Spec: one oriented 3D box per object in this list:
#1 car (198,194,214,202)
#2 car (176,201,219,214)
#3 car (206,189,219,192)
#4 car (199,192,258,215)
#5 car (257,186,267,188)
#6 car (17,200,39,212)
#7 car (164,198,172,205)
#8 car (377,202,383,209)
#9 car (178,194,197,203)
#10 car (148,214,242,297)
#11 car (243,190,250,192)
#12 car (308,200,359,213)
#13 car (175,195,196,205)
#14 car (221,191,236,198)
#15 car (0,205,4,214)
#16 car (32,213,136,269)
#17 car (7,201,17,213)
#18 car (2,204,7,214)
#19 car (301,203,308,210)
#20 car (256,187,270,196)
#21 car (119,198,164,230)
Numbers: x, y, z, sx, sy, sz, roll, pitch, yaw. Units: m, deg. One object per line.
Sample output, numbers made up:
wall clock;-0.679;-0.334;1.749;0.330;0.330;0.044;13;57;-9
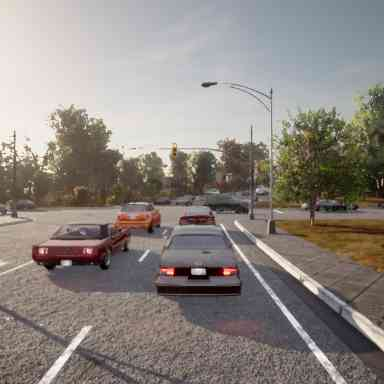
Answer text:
car;2.990;1.257;70.169;1.812;1.442;4.674;0;2;21
car;0.330;1.518;18.539;1.882;1.535;5.008;0;0;2
car;4.942;0.363;82.436;2.150;2.045;5.566;0;3;28
car;3.900;1.318;36.206;5.566;2.045;2.150;0;1;33
car;20.017;-0.763;93.188;2.150;2.045;5.566;0;3;38
car;-22.549;1.815;43.532;4.674;1.442;1.812;-2;0;4
car;-5.138;1.714;57.322;1.895;1.301;4.718;0;1;16
car;25.750;1.401;40.656;5.357;1.411;2.033;-2;0;3
car;-0.852;1.337;70.000;2.033;1.411;5.357;0;2;21
car;0.144;1.558;8.792;2.033;1.411;5.357;0;0;0
car;14.325;0.261;84.711;2.128;1.511;4.902;0;3;33
car;16.123;1.646;37.739;4.718;1.301;1.895;-1;0;4
car;-1.316;1.635;58.044;2.033;1.411;5.357;0;1;15
car;9.114;0.598;82.729;1.895;1.301;4.718;0;3;28
car;-3.408;1.222;1.359;2.150;2.045;5.566;0;0;-1
car;-3.336;1.618;11.130;1.895;1.301;4.718;0;0;1
car;-22.425;1.745;36.385;4.902;1.511;2.128;-1;0;2
car;-21.556;1.708;32.839;4.902;1.511;2.128;-1;0;4
car;16.053;1.662;41.249;4.718;1.301;1.895;-1;0;4
car;17.866;0.264;83.786;1.895;1.301;4.718;0;3;33
car;-3.138;1.397;20.108;2.097;1.767;4.553;0;0;2
